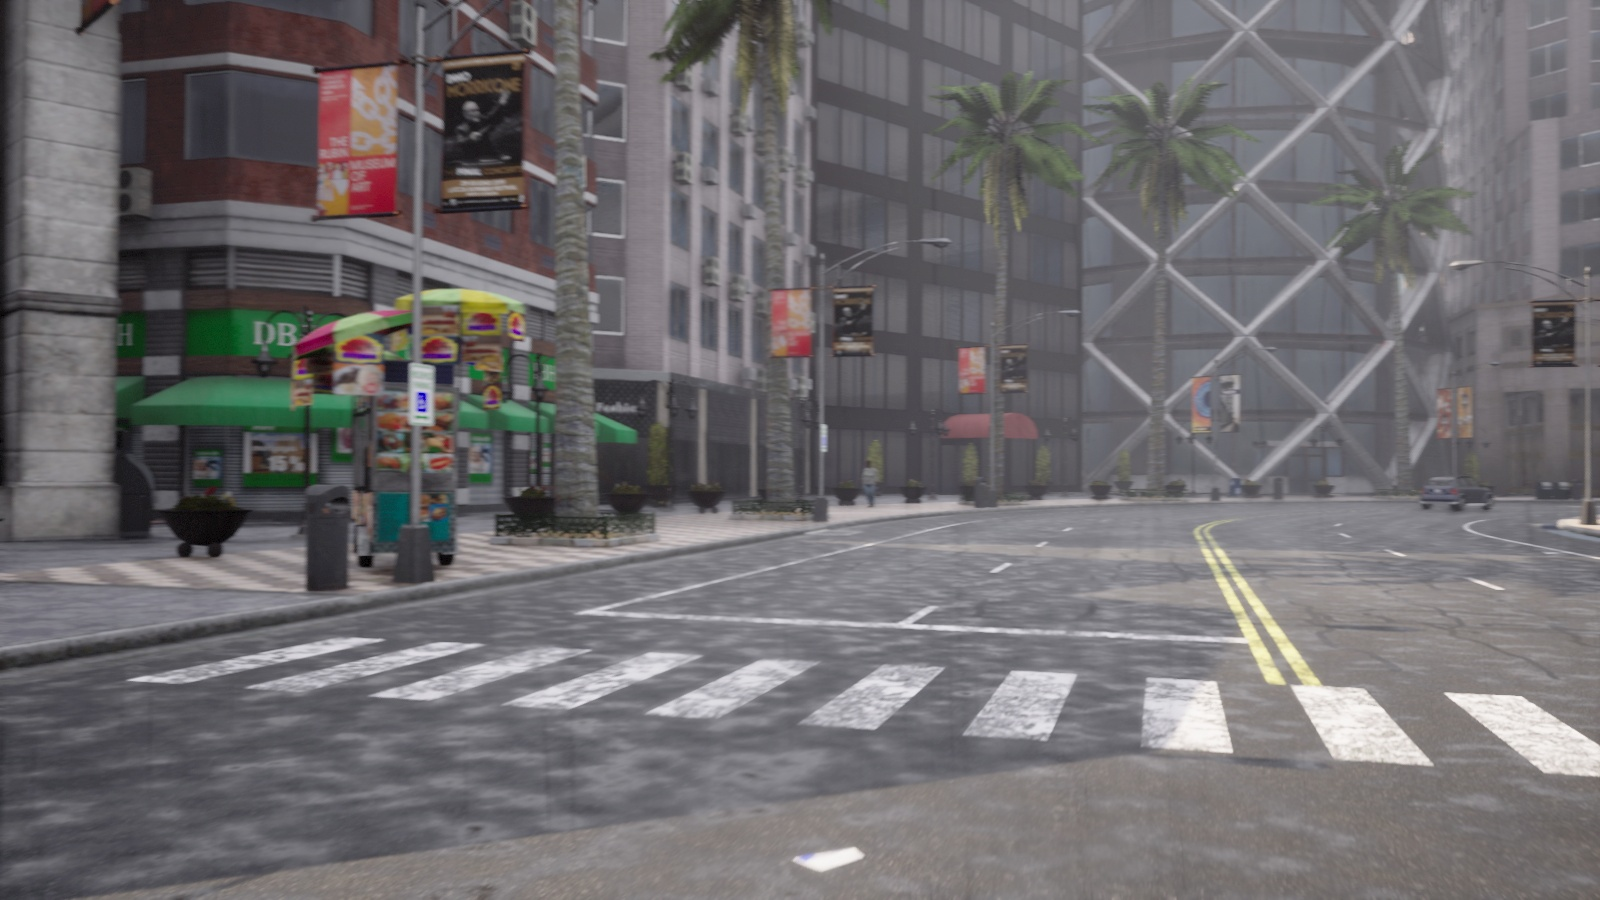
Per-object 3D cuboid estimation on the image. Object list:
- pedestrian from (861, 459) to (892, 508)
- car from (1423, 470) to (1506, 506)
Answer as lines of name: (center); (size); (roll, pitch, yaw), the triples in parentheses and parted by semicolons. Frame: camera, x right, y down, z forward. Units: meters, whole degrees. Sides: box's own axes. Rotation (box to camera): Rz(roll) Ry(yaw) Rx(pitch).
pedestrian: (2.899, 1.270, 47.739); (0.874, 1.855, 0.900); (-1, -1, 27)
car: (29.622, 1.687, 55.955); (3.705, 1.549, 1.789); (1, -1, -36)
